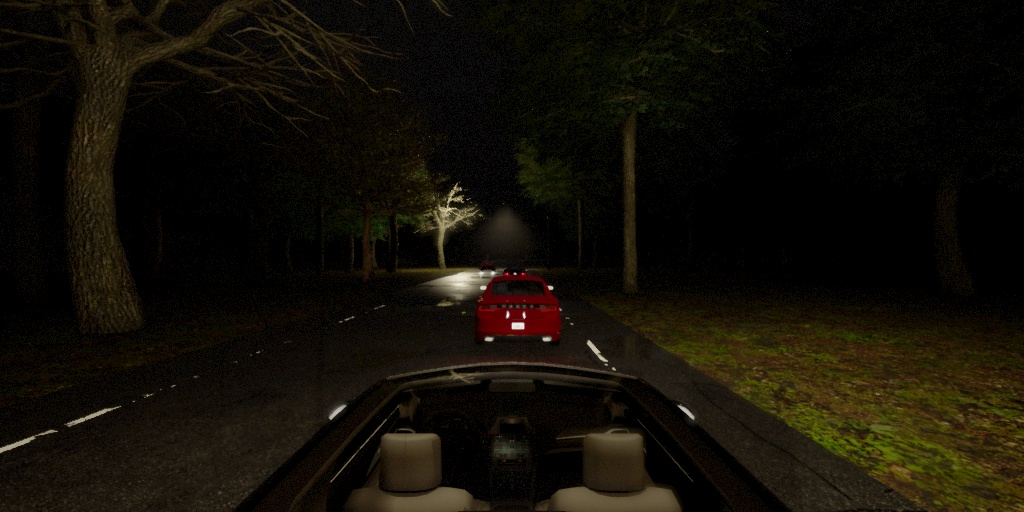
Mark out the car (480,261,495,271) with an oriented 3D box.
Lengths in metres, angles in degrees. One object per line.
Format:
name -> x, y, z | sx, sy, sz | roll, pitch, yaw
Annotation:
car -> -3.391, 1.380, 50.051 | 1.882, 1.535, 5.008 | 0, 0, 0

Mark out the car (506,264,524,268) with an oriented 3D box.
car -> 0.209, 1.352, 28.294 | 2.033, 1.411, 5.357 | 0, 0, 0

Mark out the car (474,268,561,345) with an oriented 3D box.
car -> 0.130, 1.235, 9.559 | 1.882, 1.535, 5.008 | 0, 0, 0
